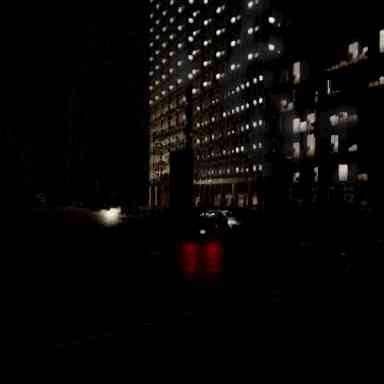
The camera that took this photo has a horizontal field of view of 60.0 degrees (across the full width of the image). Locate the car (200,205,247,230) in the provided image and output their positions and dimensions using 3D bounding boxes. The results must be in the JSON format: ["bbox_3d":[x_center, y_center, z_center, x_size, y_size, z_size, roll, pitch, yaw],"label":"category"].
[{"bbox_3d":[1.920,1.882,23.169,2.008,1.369,4.403,0,-1,-26],"label":"car"}]

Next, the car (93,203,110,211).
[{"bbox_3d":[-15.545,2.615,58.453,2.008,1.369,4.403,0,-1,-26],"label":"car"}]

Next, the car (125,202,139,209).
[{"bbox_3d":[-13.024,2.945,72.250,1.802,1.307,4.206,-1,-1,-26],"label":"car"}]

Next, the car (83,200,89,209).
[{"bbox_3d":[-20.535,2.827,68.534,1.887,1.381,4.507,-1,-1,-26],"label":"car"}]

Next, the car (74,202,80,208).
[{"bbox_3d":[-28.019,3.158,83.655,1.887,1.381,4.507,-1,-1,-26],"label":"car"}]

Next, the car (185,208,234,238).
[{"bbox_3d":[0.963,1.712,18.126,1.895,1.301,4.718,3,-2,11],"label":"car"}]

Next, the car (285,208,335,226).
[{"bbox_3d":[9.430,1.962,26.886,2.008,1.369,4.403,0,-1,-26],"label":"car"}]

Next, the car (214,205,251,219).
[{"bbox_3d":[4.440,2.182,36.967,1.947,1.339,4.313,-1,-1,-26],"label":"car"}]

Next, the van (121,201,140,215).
[{"bbox_3d":[-8.063,2.086,43.335,1.690,1.788,3.998,0,-1,-26],"label":"van"}]

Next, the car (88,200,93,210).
[{"bbox_3d":[-17.966,2.695,63.342,1.752,1.417,4.829,0,-1,-26],"label":"car"}]

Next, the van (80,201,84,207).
[{"bbox_3d":[-23.033,2.733,73.577,1.690,1.788,3.998,-1,-1,-26],"label":"van"}]
